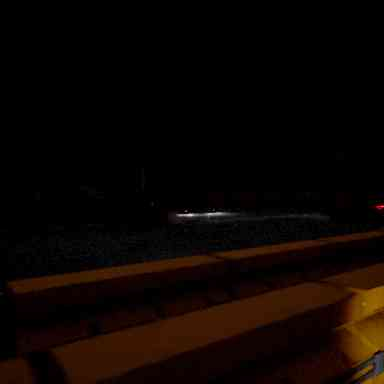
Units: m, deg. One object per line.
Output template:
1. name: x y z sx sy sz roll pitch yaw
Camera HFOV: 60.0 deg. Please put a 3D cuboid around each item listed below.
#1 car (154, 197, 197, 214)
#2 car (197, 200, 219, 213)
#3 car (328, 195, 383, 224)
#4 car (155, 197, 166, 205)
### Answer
1. car: -2.162 1.578 36.470 2.033 1.411 5.357 0 0 -36
2. car: 0.818 1.584 38.320 2.033 1.411 5.357 0 0 -36
3. car: 13.083 1.262 25.604 2.150 2.045 5.566 0 0 -19
4. car: -6.015 1.613 62.556 1.994 1.385 4.181 0 0 -6
